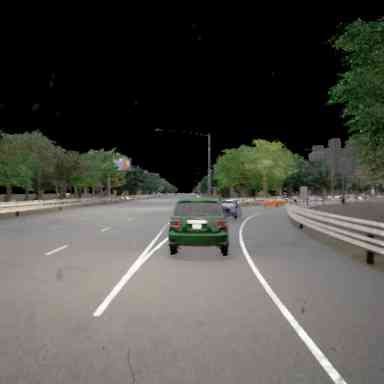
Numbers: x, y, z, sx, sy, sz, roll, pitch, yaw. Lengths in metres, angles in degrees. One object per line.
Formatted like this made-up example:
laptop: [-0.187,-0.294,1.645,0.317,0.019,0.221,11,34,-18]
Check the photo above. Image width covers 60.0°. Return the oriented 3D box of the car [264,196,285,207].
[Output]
car: [12.580,1.372,50.366,2.097,1.767,4.553,0,0,31]

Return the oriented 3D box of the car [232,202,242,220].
car: [3.203,1.553,28.695,1.812,1.442,4.674,0,0,15]

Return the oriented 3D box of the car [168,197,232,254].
car: [0.408,1.231,13.685,2.150,2.045,5.566,0,0,5]

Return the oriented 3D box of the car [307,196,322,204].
car: [23.749,1.476,64.908,1.882,1.535,5.008,0,0,43]
